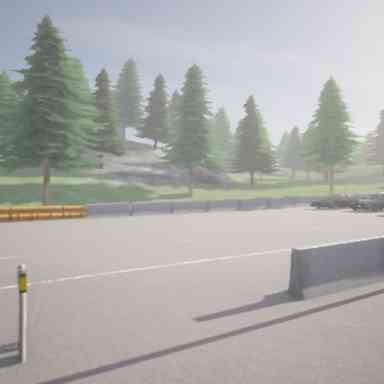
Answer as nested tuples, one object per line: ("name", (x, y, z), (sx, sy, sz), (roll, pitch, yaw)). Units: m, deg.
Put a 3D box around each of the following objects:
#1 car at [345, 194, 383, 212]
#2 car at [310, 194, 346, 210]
("car", (15.595, 0.933, 28.461), (4.181, 1.385, 1.994), (-1, 1, -28))
("car", (13.621, 0.879, 31.374), (5.357, 1.411, 2.033), (-1, 1, -28))
